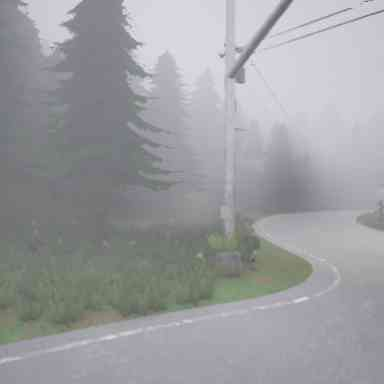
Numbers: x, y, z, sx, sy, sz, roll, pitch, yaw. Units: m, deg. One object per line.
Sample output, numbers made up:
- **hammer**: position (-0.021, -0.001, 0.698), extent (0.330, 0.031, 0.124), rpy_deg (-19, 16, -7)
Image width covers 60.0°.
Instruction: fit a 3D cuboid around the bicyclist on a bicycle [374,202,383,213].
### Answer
- **bicyclist on a bicycle**: position (13.408, 1.545, 23.395), extent (1.656, 1.620, 0.582), rpy_deg (0, 0, 20)
